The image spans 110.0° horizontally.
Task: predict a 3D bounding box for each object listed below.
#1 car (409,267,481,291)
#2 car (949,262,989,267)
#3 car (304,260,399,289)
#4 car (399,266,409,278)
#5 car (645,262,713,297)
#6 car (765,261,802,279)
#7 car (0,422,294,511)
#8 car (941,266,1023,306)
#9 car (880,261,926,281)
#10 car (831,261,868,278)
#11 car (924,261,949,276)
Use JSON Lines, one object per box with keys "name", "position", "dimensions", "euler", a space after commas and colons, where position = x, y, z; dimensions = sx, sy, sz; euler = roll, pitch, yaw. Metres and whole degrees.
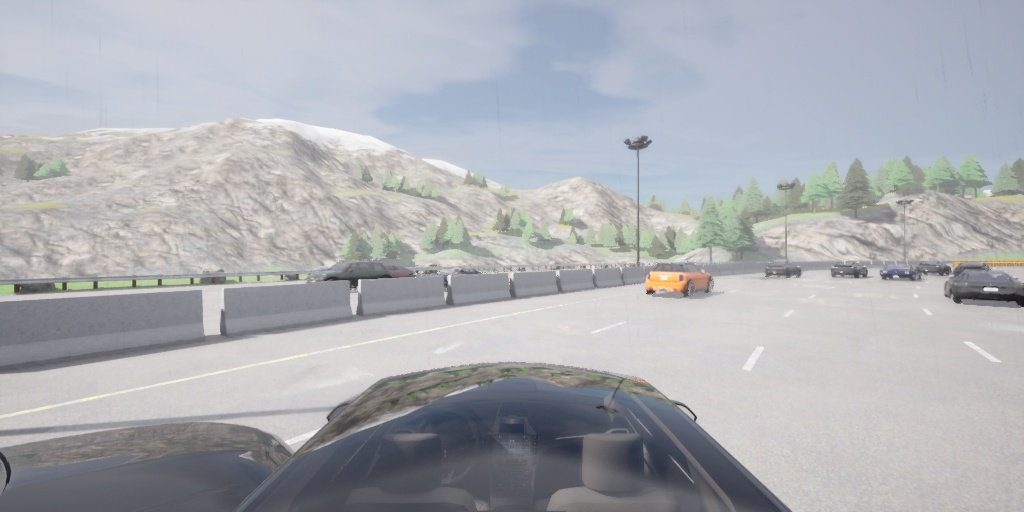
{"name": "car", "position": [-3.443, 1.351, 21.550], "dimensions": [1.895, 1.301, 4.718], "euler": [0, 0, 43]}
{"name": "car", "position": [37.221, 1.250, 28.884], "dimensions": [4.892, 1.490, 1.837], "euler": [2, -1, -34]}
{"name": "car", "position": [-9.162, 1.102, 20.344], "dimensions": [2.097, 1.767, 4.553], "euler": [0, 0, 41]}
{"name": "car", "position": [-9.077, 1.314, 25.713], "dimensions": [1.994, 1.385, 4.181], "euler": [0, 0, 43]}
{"name": "car", "position": [8.939, 1.103, 18.990], "dimensions": [4.553, 1.767, 2.097], "euler": [0, 0, -45]}
{"name": "car", "position": [25.085, 1.241, 33.057], "dimensions": [4.902, 1.511, 2.128], "euler": [0, 0, -38]}
{"name": "car", "position": [-2.982, 1.255, 0.524], "dimensions": [4.892, 1.490, 1.837], "euler": [0, 0, -45]}
{"name": "car", "position": [20.634, 1.313, 15.702], "dimensions": [4.181, 1.385, 1.994], "euler": [0, 0, -43]}
{"name": "car", "position": [32.304, 1.351, 29.728], "dimensions": [4.718, 1.301, 1.895], "euler": [0, 0, -35]}
{"name": "car", "position": [31.370, 1.242, 33.338], "dimensions": [4.902, 1.511, 2.128], "euler": [0, 0, -35]}
{"name": "car", "position": [43.308, 1.242, 36.862], "dimensions": [4.902, 1.511, 2.128], "euler": [0, 0, -31]}
